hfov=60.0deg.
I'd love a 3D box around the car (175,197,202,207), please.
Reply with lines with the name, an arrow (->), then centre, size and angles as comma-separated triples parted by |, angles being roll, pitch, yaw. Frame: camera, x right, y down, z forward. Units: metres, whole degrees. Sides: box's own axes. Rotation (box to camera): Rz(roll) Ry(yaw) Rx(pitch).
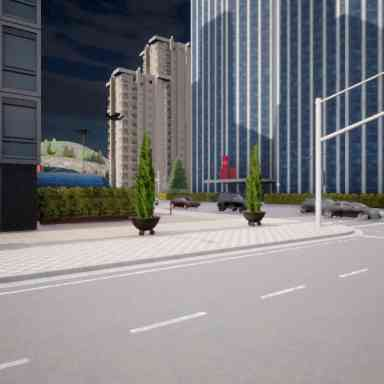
car -> -0.565, 1.564, 50.879 | 1.994, 1.385, 4.181 | 0, 0, -36

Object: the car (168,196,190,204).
car -> -2.606, 1.491, 65.960 | 2.128, 1.511, 4.902 | 0, 0, -36

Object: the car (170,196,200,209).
car -> -1.095, 1.478, 45.647 | 1.882, 1.535, 5.008 | 0, 0, -36

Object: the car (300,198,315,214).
car -> 12.883, 1.352, 32.312 | 2.097, 1.767, 4.553 | 0, 0, -36

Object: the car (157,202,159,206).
car -> -7.168, 1.491, 54.091 | 2.128, 1.511, 4.902 | 0, 0, -36

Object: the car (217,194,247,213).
car -> 5.138, 1.223, 37.033 | 2.150, 2.045, 5.566 | 0, 0, -36

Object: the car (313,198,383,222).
car -> 12.685, 1.491, 26.658 | 2.128, 1.511, 4.902 | 0, 0, -36
